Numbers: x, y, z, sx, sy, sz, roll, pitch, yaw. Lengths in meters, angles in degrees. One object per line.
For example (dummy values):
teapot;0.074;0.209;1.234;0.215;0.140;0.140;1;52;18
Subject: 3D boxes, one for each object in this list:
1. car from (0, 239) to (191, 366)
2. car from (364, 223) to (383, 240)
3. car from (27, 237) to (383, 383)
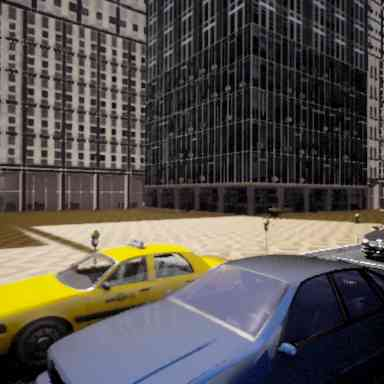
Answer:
car;-1.180;1.537;5.719;4.829;1.417;1.752;0;0;-36
car;7.960;1.624;12.252;4.403;1.369;2.008;0;0;-36
car;1.093;1.564;4.159;5.357;1.411;2.033;0;0;-36
